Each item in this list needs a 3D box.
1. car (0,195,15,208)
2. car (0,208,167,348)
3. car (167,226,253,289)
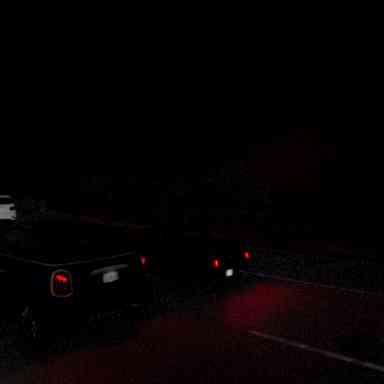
[{"bbox_3d":[-13.503,1.200,22.503,2.150,2.045,5.566,0,0,-38],"label":"car"},{"bbox_3d":[-2.920,1.351,6.584,4.553,1.767,2.097,0,0,39],"label":"car"},{"bbox_3d":[-0.808,1.611,9.280,4.718,1.301,1.895,0,0,40],"label":"car"}]
